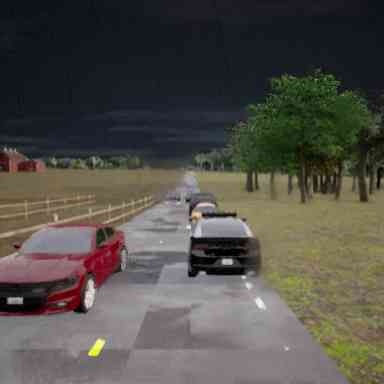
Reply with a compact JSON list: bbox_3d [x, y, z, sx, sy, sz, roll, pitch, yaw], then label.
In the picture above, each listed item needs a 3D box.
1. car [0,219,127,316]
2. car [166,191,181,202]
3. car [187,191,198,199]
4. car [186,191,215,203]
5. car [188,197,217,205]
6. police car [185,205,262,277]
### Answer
[{"bbox_3d":[-2.845,1.483,7.863,1.882,1.535,5.008,0,0,0],"label":"car"},{"bbox_3d":[-2.811,0.587,50.303,2.097,1.767,4.553,0,2,0],"label":"car"},{"bbox_3d":[0.035,0.470,60.890,1.895,1.301,4.718,0,2,0],"label":"car"},{"bbox_3d":[0.840,1.049,26.297,2.150,2.045,5.566,0,1,0],"label":"car"},{"bbox_3d":[0.837,1.367,20.463,1.801,1.575,5.366,0,1,0],"label":"car"},{"bbox_3d":[0.831,1.423,10.386,1.930,1.638,5.238,0,0,0],"label":"police car"}]
